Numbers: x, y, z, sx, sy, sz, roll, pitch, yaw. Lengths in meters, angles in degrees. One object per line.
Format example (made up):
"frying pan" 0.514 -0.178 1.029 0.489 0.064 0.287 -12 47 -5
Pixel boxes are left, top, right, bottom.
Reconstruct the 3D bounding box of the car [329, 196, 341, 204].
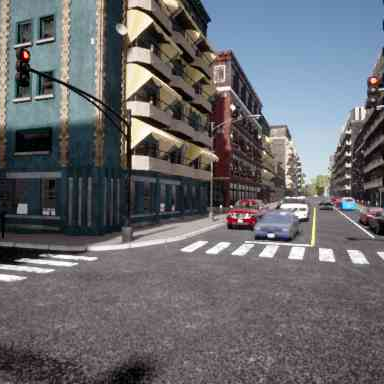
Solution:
"car" 33.019 1.773 77.015 2.192 1.841 5.009 1 0 20

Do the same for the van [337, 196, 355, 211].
"van" 21.360 1.646 45.690 1.690 1.788 3.998 1 0 20

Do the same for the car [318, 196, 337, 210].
"car" 19.239 1.786 47.744 2.128 1.511 4.902 0 0 20

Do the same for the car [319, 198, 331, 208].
"car" 22.860 1.868 57.474 1.812 1.442 4.674 0 0 20

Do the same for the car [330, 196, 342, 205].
"car" 31.076 1.747 71.794 2.192 1.841 5.009 1 0 20

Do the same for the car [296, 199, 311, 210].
"car" 16.177 1.779 48.115 1.837 1.490 4.892 0 0 20

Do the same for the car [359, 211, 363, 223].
"car" 13.583 1.786 24.804 1.802 1.307 4.206 1 0 20

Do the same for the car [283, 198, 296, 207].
"car" 17.402 1.874 59.092 1.947 1.339 4.313 1 0 20

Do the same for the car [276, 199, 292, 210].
"car" 13.517 1.823 48.649 1.947 1.339 4.313 1 0 20

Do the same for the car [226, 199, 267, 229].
"car" 3.806 1.446 22.543 2.192 1.841 5.009 1 0 20

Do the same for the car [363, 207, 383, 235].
"car" 11.640 1.745 19.583 1.947 1.339 4.313 1 0 20

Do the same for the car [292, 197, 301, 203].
"car" 25.175 1.955 79.977 1.887 1.381 4.507 1 0 20

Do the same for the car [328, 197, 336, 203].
"car" 36.961 2.036 87.617 1.752 1.417 4.829 1 0 20

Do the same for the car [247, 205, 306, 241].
"car" 4.752 1.675 18.033 2.033 1.411 5.357 0 0 23

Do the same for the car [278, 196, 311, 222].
"car" 8.954 1.404 28.927 2.150 2.045 5.566 0 0 21
